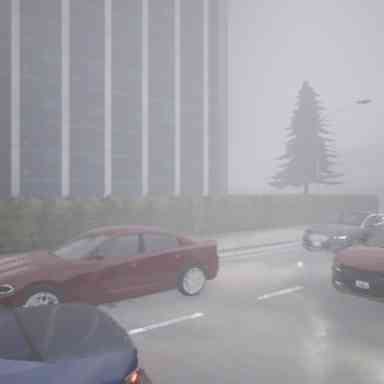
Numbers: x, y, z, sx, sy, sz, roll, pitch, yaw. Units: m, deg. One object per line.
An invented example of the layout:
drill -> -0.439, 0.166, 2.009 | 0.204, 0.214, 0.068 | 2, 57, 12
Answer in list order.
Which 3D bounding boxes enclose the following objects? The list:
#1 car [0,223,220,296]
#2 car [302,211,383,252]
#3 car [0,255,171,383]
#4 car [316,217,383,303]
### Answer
car -> -1.668, 1.481, 7.099 | 5.008, 1.535, 1.882 | 0, 0, -36
car -> 6.239, 1.495, 12.731 | 4.902, 1.511, 2.128 | 0, 0, -35
car -> -2.874, 1.550, 1.938 | 5.357, 1.411, 2.033 | 0, 0, -36
car -> 5.257, 1.479, 7.738 | 5.008, 1.535, 1.882 | 0, 0, -36
